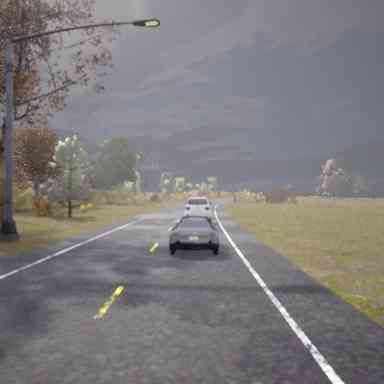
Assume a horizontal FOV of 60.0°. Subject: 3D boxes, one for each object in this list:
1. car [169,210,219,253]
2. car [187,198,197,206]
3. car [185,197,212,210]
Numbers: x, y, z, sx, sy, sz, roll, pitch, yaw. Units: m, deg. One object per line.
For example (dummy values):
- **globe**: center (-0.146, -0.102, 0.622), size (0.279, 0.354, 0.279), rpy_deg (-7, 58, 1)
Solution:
- **car**: center (0.118, 1.698, 14.266), size (1.994, 1.385, 4.181), rpy_deg (0, 0, 1)
- **car**: center (0.039, 2.118, 72.064), size (1.837, 1.490, 4.892), rpy_deg (0, 0, 5)
- **car**: center (0.535, 1.480, 28.884), size (2.150, 2.045, 5.566), rpy_deg (0, 0, 2)
